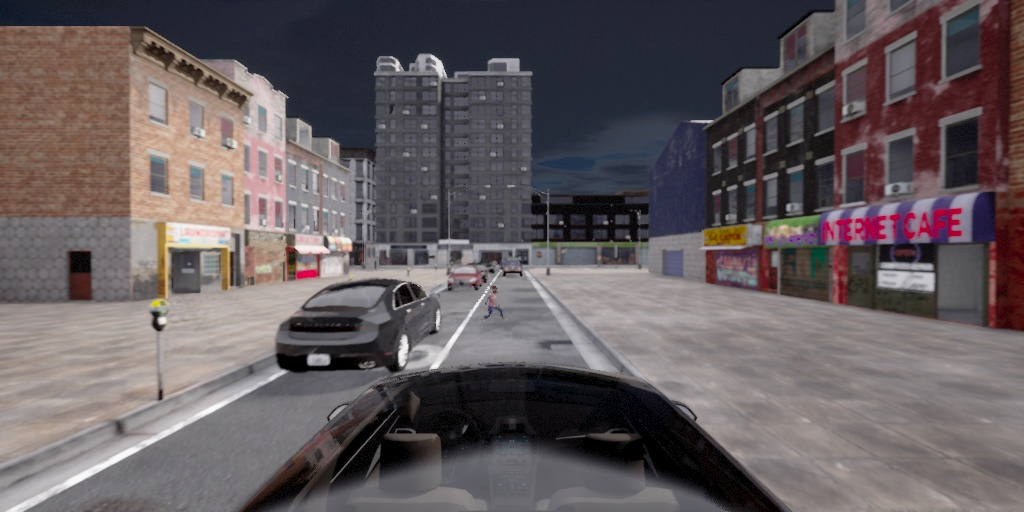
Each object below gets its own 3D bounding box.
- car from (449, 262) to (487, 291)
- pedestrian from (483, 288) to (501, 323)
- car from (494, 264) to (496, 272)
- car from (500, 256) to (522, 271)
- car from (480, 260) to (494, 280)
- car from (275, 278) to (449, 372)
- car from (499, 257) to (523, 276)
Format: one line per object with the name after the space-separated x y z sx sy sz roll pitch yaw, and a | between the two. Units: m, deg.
-2.639 1.216 20.891 1.802 1.307 4.207 0 0 0 | car
-0.578 0.991 10.467 0.375 1.860 0.375 0 1 0 | pedestrian
-2.639 1.101 37.247 1.948 1.339 4.313 0 0 0 | car
-0.228 0.851 43.530 2.097 1.767 4.553 0 0 -8 | car
-2.639 1.167 26.343 1.948 1.339 4.313 0 0 0 | car
-2.750 1.220 7.524 1.837 1.490 4.892 0 0 0 | car
0.079 1.105 33.524 2.033 1.411 5.357 0 0 0 | car
